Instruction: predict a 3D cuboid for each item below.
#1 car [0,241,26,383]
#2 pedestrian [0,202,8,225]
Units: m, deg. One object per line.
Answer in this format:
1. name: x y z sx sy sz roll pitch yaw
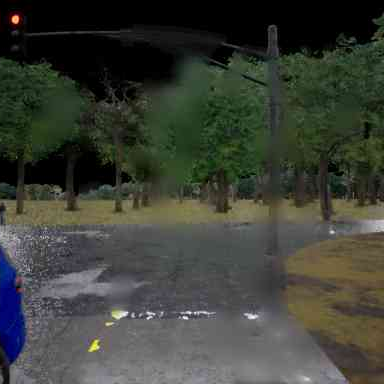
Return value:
1. car: -2.837 1.222 1.320 2.150 2.045 5.566 0 0 0
2. pedestrian: -15.242 1.715 26.759 0.375 1.860 0.375 0 -1 0
